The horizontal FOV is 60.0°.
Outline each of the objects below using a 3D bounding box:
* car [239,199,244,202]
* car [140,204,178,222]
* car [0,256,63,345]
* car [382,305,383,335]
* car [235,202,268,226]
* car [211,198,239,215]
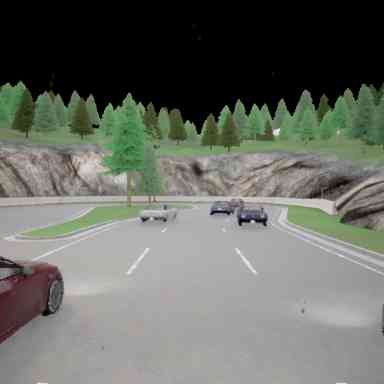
[{"bbox_3d":[5.843,1.547,43.322,2.033,1.411,5.357,0,0,14],"label":"car"},{"bbox_3d":[-2.454,1.601,25.880,1.895,1.301,4.718,0,0,10],"label":"car"},{"bbox_3d":[-3.400,1.526,4.549,1.812,1.442,4.674,0,0,0],"label":"car"},{"bbox_3d":[3.600,1.503,2.757,1.837,1.490,4.892,0,0,0],"label":"car"},{"bbox_3d":[4.192,1.601,23.515,1.895,1.301,4.718,0,0,7],"label":"car"},{"bbox_3d":[3.182,1.564,33.547,1.994,1.385,4.181,0,0,15],"label":"car"}]
